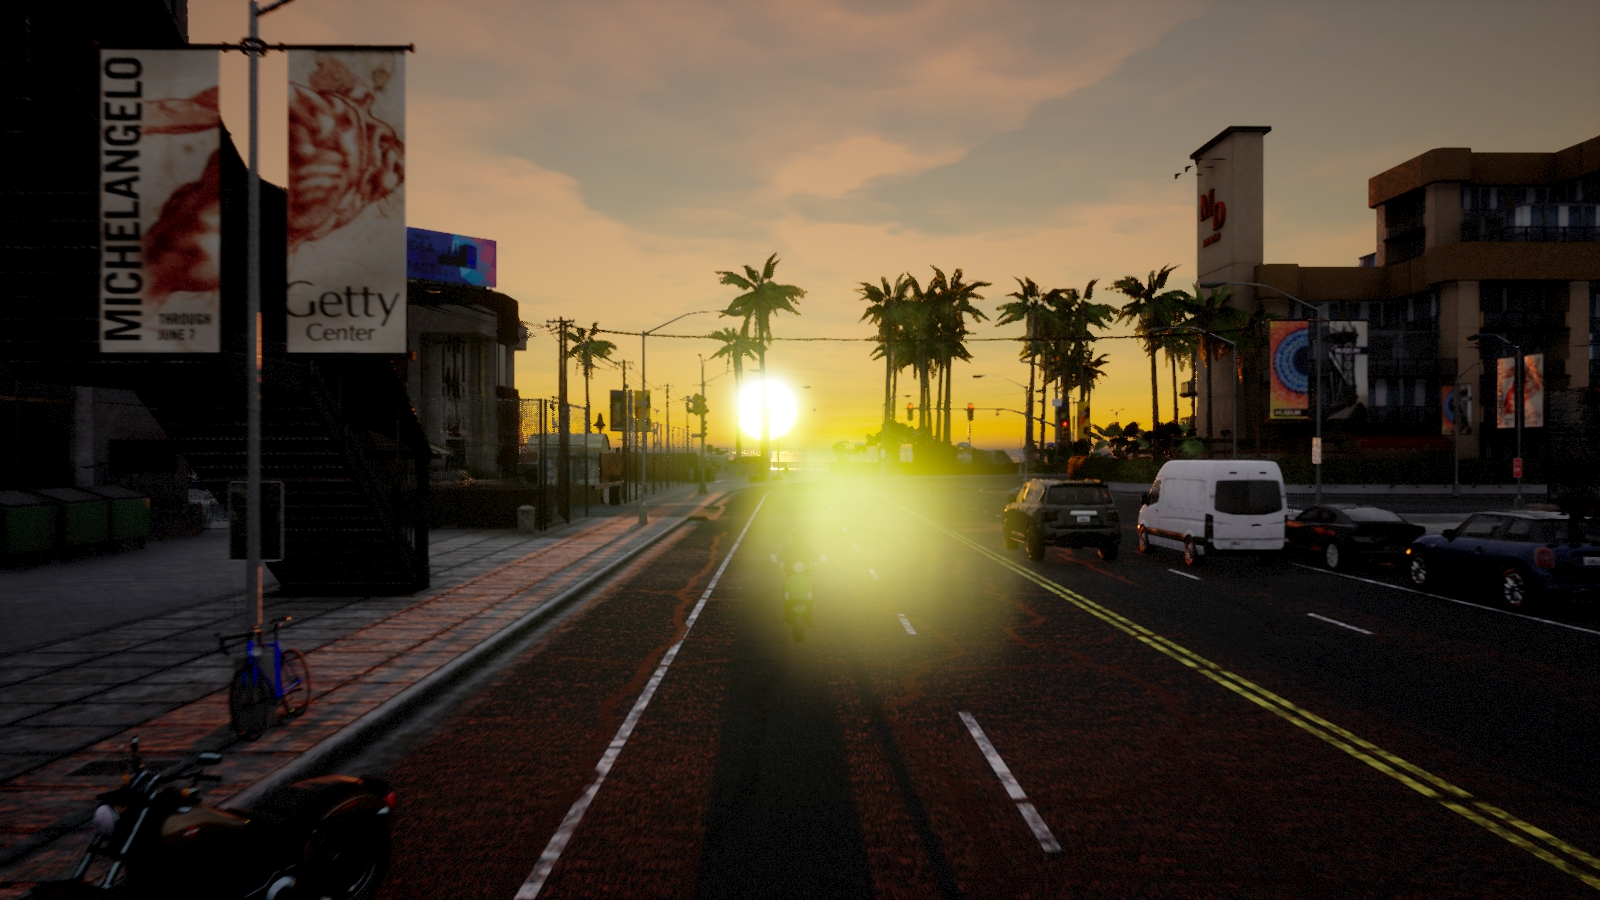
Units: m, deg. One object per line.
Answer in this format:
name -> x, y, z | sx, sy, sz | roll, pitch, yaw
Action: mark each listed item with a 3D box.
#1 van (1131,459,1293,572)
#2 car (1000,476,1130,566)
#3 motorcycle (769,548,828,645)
van -> 10.389, 1.534, 29.408 | 1.988, 2.561, 5.915 | 0, 0, 0
car -> 6.882, 1.779, 30.389 | 2.150, 2.045, 5.566 | 0, 0, 0
motorcycle -> -0.031, 2.182, 17.313 | 0.856, 1.236, 1.805 | 0, 0, -1
